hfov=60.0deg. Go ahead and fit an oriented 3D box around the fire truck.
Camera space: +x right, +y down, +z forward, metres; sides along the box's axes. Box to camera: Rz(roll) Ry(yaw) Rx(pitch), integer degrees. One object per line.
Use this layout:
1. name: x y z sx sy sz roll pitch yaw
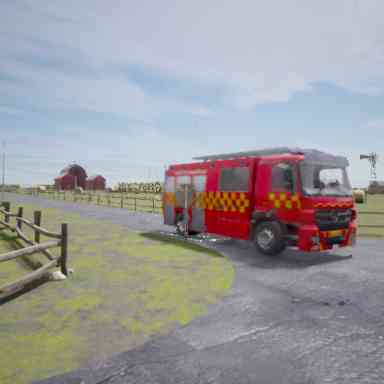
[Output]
1. fire truck: 2.099 0.198 13.906 2.891 3.827 8.468 1 0 -36
